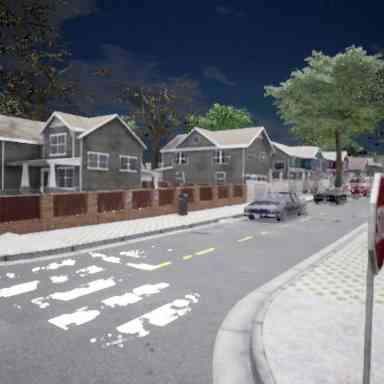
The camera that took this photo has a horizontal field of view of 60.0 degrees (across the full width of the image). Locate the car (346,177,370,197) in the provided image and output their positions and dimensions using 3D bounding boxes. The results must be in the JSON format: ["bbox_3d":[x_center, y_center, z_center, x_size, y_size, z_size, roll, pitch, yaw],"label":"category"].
[{"bbox_3d":[18.409,-0.605,36.631,2.150,2.045,5.566,2,4,37],"label":"car"}]

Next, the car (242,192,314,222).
[{"bbox_3d":[4.789,0.714,18.459,2.033,1.411,5.357,2,4,36],"label":"car"}]

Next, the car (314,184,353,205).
[{"bbox_3d":[11.681,0.269,27.697,1.895,1.301,4.718,2,4,37],"label":"car"}]
